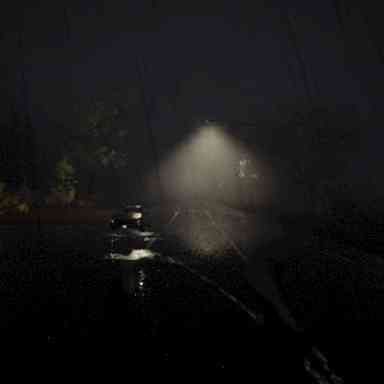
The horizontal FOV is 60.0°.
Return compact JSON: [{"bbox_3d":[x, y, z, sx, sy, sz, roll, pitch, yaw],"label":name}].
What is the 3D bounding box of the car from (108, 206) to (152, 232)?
[{"bbox_3d":[-3.486,1.521,19.917,2.033,1.411,5.357,1,-2,0],"label":"car"}]
